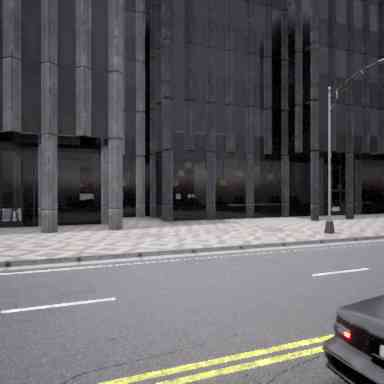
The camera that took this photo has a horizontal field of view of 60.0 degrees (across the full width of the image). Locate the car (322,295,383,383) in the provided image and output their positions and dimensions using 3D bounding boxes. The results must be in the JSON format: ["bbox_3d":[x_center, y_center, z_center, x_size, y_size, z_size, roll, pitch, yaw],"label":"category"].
[{"bbox_3d":[4.161,1.546,3.958,5.357,1.411,2.033,0,0,-22],"label":"car"}]
